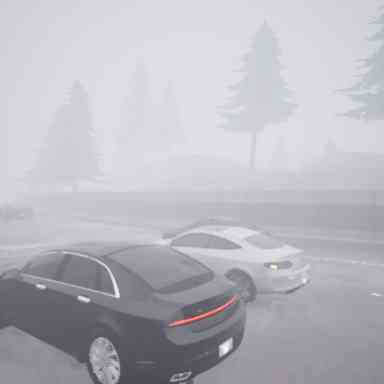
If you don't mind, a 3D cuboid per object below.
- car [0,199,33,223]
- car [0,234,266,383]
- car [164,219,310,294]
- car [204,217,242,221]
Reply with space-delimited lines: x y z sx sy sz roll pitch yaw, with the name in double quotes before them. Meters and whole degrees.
"car" -14.212 1.551 26.360 1.882 1.535 5.008 0 0 -43
"car" -1.535 1.523 5.285 4.892 1.490 1.837 0 0 37
"car" 0.448 1.555 8.168 4.674 1.442 1.812 0 0 37
"car" 0.815 1.607 12.333 4.181 1.385 1.994 0 0 38
